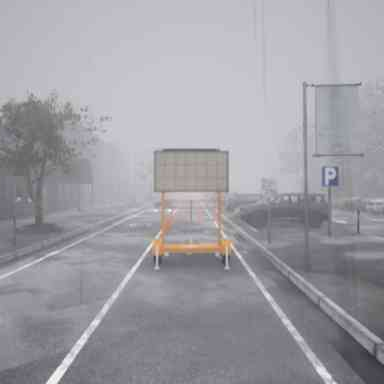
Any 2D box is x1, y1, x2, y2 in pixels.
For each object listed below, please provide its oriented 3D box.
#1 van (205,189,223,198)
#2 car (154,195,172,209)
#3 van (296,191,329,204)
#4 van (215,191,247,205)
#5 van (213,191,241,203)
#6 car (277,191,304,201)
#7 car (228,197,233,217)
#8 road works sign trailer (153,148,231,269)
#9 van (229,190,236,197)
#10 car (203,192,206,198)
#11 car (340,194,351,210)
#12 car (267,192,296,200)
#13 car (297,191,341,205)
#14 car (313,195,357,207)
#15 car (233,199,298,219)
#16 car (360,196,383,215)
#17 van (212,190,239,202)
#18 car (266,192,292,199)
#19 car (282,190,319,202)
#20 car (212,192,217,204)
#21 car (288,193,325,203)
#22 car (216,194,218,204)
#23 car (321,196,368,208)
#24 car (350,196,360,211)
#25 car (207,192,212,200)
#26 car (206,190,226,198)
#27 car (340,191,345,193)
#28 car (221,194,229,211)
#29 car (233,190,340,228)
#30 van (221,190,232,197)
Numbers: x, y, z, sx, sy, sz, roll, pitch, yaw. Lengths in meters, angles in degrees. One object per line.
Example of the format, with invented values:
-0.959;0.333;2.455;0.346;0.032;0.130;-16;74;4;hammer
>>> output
5.371;0.339;82.255;4.442;1.987;1.878;0;1;0;van
-3.425;1.151;39.673;1.882;1.535;5.008;0;1;0;car
18.786;0.804;52.032;4.442;1.987;1.878;0;1;0;van
5.717;0.854;48.622;4.442;1.987;1.878;0;1;0;van
5.698;0.769;54.226;4.442;1.987;1.878;0;1;0;van
18.662;0.734;63.135;4.553;1.767;2.185;0;1;0;car
5.500;1.319;23.385;5.366;1.575;1.946;0;0;0;car
-0.025;0.396;10.834;2.380;3.560;2.880;0;0;-1;road works sign trailer
5.783;1.055;28.991;4.442;1.987;1.878;0;0;0;van
5.506;0.528;68.240;5.566;2.045;2.435;0;1;0;car
18.719;1.231;35.376;5.008;1.535;2.097;0;1;0;car
18.428;0.771;68.686;5.366;1.575;1.946;0;1;0;car
18.707;0.821;49.255;5.566;2.045;2.435;0;1;0;car
18.725;1.175;43.708;4.792;1.488;2.163;0;1;0;car
5.679;1.341;26.189;4.674;1.452;2.002;0;0;0;car
18.715;1.024;29.821;5.566;2.045;2.435;0;0;0;car
5.689;0.726;57.029;4.442;1.987;1.878;0;1;0;van
18.609;0.733;71.463;4.892;1.521;2.231;0;1;0;car
18.679;0.693;57.581;5.566;2.045;2.435;0;1;0;car
5.616;1.118;45.818;4.892;1.521;2.231;0;1;0;car
18.846;0.984;54.810;5.366;1.575;1.946;0;1;0;car
5.658;1.215;40.208;4.792;1.488;2.163;0;1;0;car
18.677;1.210;40.925;4.792;1.488;2.163;0;1;0;car
18.728;1.256;32.598;4.892;1.521;2.231;0;0;0;car
5.563;0.786;51.422;5.566;2.045;2.435;0;1;0;car
5.475;0.525;76.651;4.553;1.767;2.185;0;1;0;car
18.659;0.858;46.479;5.566;2.045;2.435;0;1;0;car
5.652;1.259;31.795;5.008;1.535;2.097;0;0;0;car
5.666;1.092;20.581;5.566;2.045;2.435;0;0;0;car
5.531;1.011;34.600;4.442;1.987;1.878;0;0;0;van
